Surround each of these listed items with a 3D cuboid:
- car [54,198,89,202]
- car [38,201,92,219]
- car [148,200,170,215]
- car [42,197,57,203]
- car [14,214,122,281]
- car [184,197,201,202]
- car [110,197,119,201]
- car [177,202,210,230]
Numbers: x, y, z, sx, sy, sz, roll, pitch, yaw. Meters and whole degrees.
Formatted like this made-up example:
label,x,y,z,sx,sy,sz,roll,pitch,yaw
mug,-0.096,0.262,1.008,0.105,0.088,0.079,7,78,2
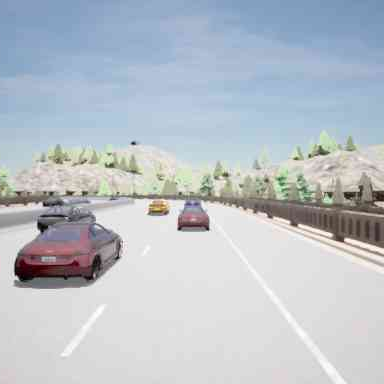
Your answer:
label,x,y,z,sx,sy,sz,roll,pitch,yaw
car,-14.095,1.622,39.257,1.994,1.385,4.181,0,0,0
car,-6.907,1.506,18.727,2.128,1.511,4.902,0,0,0
car,-3.413,1.525,34.897,1.882,1.535,5.008,0,0,0
car,-21.148,1.577,50.913,1.882,1.535,5.008,0,0,-1
car,-3.402,1.569,9.912,1.994,1.385,4.181,0,0,0
car,0.085,1.420,42.154,2.097,1.767,4.553,0,0,0
car,-18.593,1.841,79.803,1.895,1.301,4.718,0,0,-15
car,0.092,1.582,21.467,1.994,1.385,4.181,0,0,0
